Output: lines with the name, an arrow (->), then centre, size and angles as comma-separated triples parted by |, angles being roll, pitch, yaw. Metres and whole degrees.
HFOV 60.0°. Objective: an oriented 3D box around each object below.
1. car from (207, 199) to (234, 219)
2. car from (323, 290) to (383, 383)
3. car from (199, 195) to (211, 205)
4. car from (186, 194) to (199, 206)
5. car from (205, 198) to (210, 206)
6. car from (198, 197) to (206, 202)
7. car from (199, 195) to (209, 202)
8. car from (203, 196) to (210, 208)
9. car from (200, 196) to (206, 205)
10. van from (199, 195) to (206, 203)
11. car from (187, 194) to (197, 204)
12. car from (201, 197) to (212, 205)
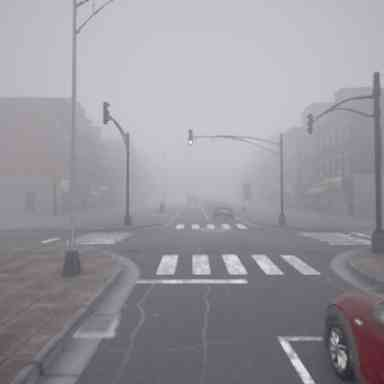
car -> 2.660, 1.581, 29.468 | 1.947, 1.339, 4.313 | 1, 0, 0
car -> 2.664, 1.437, 2.721 | 1.967, 1.590, 4.097 | 2, 0, 0
car -> 2.666, 1.542, 67.533 | 2.192, 1.841, 5.009 | 1, 0, 0
car -> 0.021, 1.394, 60.020 | 2.150, 2.045, 5.566 | 0, 0, 0
car -> 2.659, 1.599, 34.905 | 1.947, 1.339, 4.313 | 1, 0, 0
car -> 2.662, 1.967, 89.282 | 1.887, 1.381, 4.507 | 1, -1, 0
car -> 2.661, 1.676, 56.825 | 1.752, 1.417, 4.829 | 1, 0, 0
car -> 2.661, 1.582, 40.512 | 1.752, 1.417, 4.829 | 1, 0, 0
car -> 2.660, 1.680, 51.218 | 1.947, 1.339, 4.313 | 1, 0, 0
van -> 2.665, 1.710, 83.846 | 1.690, 1.788, 3.998 | 1, -1, 0
car -> 0.008, 1.475, 70.429 | 2.150, 2.045, 5.566 | 0, 0, 0
car -> 2.661, 1.713, 62.263 | 1.752, 1.417, 4.829 | 1, 0, 0
